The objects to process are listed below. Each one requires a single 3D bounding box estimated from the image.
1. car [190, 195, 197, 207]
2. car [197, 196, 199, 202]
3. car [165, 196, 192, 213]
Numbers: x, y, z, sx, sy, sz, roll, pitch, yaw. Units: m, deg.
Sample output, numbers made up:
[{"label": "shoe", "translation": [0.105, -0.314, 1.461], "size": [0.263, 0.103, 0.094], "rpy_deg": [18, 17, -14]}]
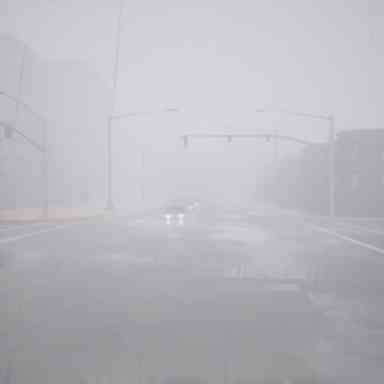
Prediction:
[{"label": "car", "translation": [-0.742, 1.317, 46.683], "size": [1.994, 1.385, 4.181], "rpy_deg": [0, 0, 4]}, {"label": "car", "translation": [0.224, 1.264, 62.535], "size": [1.895, 1.301, 4.718], "rpy_deg": [0, 0, 4]}, {"label": "car", "translation": [-1.486, 1.374, 34.014], "size": [2.033, 1.411, 5.357], "rpy_deg": [0, 0, 3]}]
